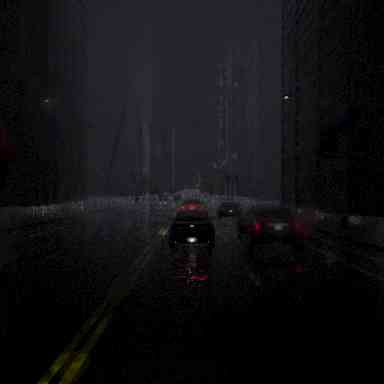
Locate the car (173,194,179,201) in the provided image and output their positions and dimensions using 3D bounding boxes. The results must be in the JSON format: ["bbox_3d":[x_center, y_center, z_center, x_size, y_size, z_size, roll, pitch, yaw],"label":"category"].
[{"bbox_3d":[-3.250,1.353,76.726,1.837,1.490,4.892,0,0,0],"label":"car"}]

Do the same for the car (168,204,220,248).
[{"bbox_3d":[0.000,1.510,14.650,1.837,1.490,4.892,0,0,0],"label":"car"}]

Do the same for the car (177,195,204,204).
[{"bbox_3d":[0.000,1.353,29.619,2.097,1.767,4.553,0,0,0],"label":"car"}]

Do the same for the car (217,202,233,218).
[{"bbox_3d":[3.250,1.559,29.649,1.994,1.385,4.181,0,0,0],"label":"car"}]

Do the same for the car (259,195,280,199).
[{"bbox_3d":[20.732,1.706,87.288,4.507,1.381,1.887,1,-1,0],"label":"car"}]

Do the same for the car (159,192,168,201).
[{"bbox_3d":[-6.500,1.378,76.726,2.128,1.511,4.902,0,0,0],"label":"car"}]

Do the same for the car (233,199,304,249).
[{"bbox_3d":[3.250,1.360,14.620,2.097,1.767,4.553,0,0,0],"label":"car"}]
